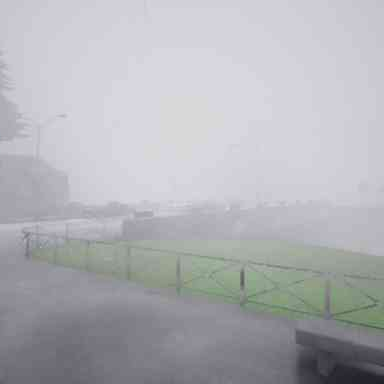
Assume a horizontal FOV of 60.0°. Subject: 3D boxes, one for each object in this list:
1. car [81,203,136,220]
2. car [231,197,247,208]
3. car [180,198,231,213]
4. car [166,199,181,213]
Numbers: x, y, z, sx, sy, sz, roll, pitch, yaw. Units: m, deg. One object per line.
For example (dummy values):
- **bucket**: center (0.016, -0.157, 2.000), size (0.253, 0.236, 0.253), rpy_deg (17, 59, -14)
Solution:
- **car**: center (-7.123, 1.600, 28.598), size (1.895, 1.301, 4.718), rpy_deg (0, 0, 35)
- **car**: center (6.110, 1.487, 47.115), size (2.128, 1.511, 4.902), rpy_deg (0, 0, 36)
- **car**: center (1.474, 1.546, 33.431), size (2.033, 1.411, 5.357), rpy_deg (0, 0, 35)
- **car**: center (-0.964, 1.525, 37.231), size (1.812, 1.442, 4.674), rpy_deg (0, 0, 35)
